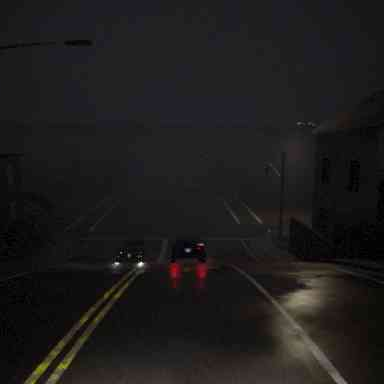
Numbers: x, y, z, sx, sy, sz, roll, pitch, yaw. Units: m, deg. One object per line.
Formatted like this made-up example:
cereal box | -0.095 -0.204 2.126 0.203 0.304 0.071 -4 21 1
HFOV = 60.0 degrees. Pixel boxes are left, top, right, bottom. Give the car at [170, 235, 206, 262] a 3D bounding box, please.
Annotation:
car | -0.250 3.206 18.742 1.812 1.442 4.674 0 -12 -2

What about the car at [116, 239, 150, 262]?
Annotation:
car | -3.955 4.019 22.937 1.837 1.490 4.892 0 -8 -2

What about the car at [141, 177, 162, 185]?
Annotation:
car | -8.207 -2.236 67.306 4.536 1.218 1.853 8 12 43

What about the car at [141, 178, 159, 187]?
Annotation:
car | -8.170 -2.075 67.294 4.974 1.542 2.038 8 12 43

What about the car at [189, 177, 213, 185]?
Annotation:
car | 1.755 -2.329 68.150 4.536 1.218 1.853 5 10 28

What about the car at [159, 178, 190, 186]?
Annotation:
car | -3.562 -2.065 67.335 4.974 1.542 2.038 -6 11 -36

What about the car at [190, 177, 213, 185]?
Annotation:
car | 1.800 -2.169 68.150 4.974 1.542 2.038 5 10 28

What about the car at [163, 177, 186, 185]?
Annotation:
car | -3.520 -2.225 67.342 4.536 1.218 1.853 -6 11 -36
